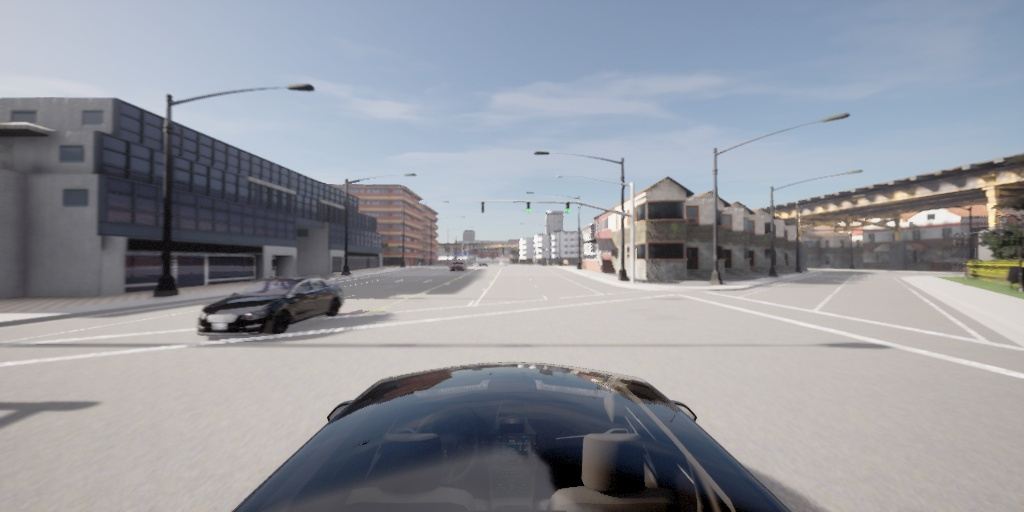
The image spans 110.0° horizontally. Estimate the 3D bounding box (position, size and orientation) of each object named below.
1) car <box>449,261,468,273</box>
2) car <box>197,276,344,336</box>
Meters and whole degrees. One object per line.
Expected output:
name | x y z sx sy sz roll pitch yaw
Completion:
car | -6.996 1.366 47.301 1.882 1.535 5.008 0 2 0
car | -6.997 1.414 11.036 2.128 1.511 4.902 0 0 0
